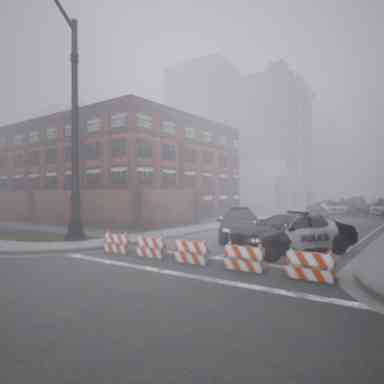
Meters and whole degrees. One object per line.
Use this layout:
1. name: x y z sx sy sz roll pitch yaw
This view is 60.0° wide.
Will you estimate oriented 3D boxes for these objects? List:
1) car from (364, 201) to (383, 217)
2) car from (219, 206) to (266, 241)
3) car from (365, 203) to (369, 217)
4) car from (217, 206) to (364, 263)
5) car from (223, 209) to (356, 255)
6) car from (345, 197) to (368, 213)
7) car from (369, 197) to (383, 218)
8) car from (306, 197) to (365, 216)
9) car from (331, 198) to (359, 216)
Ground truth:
1. car: 19.383 1.733 34.663 1.970 1.475 3.806 -1 0 35
2. car: 2.236 1.361 15.630 1.853 1.218 4.536 0 0 5
3. car: 13.219 1.518 30.913 4.974 1.542 2.038 0 0 -5
4. car: 3.526 1.490 12.078 4.974 1.542 2.038 0 0 -25
5. car: 3.572 1.332 12.101 4.536 1.218 1.853 0 0 -25
6. car: 20.336 1.558 41.001 1.905 1.878 3.866 -1 0 35
7. car: 16.949 1.323 29.221 1.853 1.218 4.536 0 0 0
8. car: 13.166 1.361 30.909 4.536 1.218 1.853 0 0 -5
9. car: 16.899 1.572 36.522 1.932 1.855 4.605 -1 0 35
